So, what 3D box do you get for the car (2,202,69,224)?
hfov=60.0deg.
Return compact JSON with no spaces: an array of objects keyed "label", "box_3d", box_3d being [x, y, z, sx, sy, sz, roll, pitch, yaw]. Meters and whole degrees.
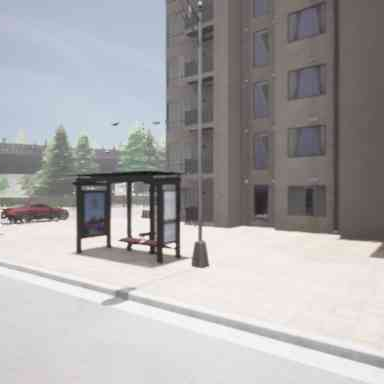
[{"label":"car","box_3d":[-11.410,1.476,24.492,1.812,1.442,4.674,0,0,35]}]
